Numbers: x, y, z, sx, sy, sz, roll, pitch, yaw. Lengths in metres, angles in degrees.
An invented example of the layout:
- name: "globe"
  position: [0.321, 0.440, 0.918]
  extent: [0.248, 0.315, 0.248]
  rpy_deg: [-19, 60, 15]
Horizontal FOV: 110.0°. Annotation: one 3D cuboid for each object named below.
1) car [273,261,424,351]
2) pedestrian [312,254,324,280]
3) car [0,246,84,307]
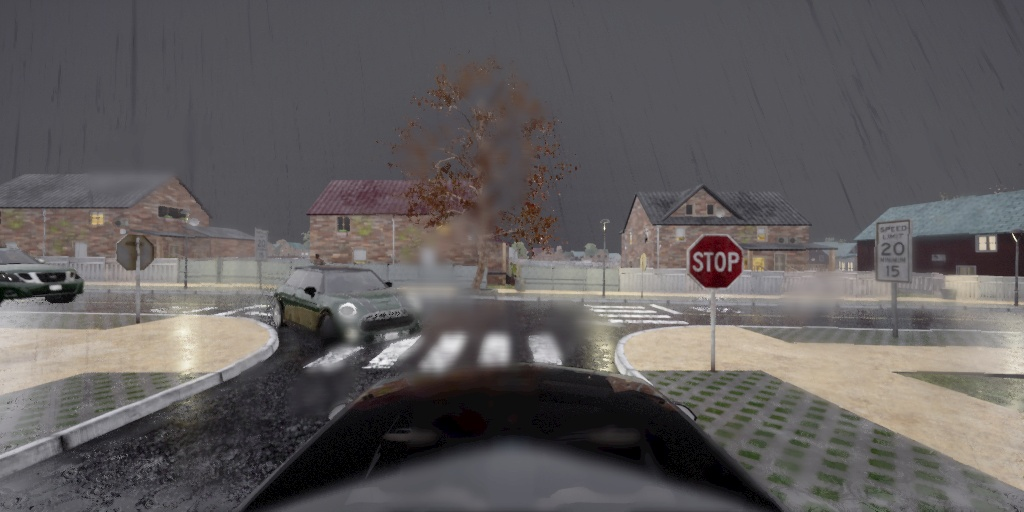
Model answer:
- name: "car"
  position: [-4.253, 1.065, 9.134]
  extent: [4.553, 1.767, 2.097]
  rpy_deg: [2, 2, 40]
- name: "pedestrian"
  position: [-9.691, 0.770, 17.833]
  extent: [0.375, 1.860, 0.375]
  rpy_deg: [0, -2, 0]
- name: "car"
  position: [-17.926, 0.653, 11.921]
  extent: [5.566, 2.045, 2.150]
  rpy_deg: [1, 0, 0]
